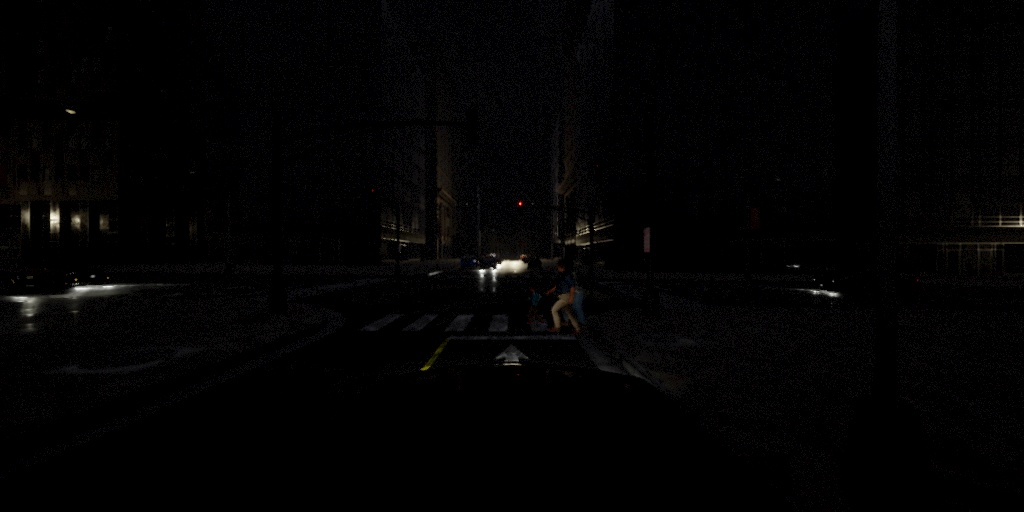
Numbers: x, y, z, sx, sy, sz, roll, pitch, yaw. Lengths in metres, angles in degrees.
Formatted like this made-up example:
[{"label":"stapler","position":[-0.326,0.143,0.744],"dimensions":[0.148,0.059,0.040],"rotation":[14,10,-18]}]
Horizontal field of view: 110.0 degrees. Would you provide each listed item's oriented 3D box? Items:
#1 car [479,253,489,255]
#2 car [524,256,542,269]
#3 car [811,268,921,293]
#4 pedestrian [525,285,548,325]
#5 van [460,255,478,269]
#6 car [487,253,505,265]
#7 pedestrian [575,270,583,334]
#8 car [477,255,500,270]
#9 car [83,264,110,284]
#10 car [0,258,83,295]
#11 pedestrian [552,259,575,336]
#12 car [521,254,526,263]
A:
[{"label":"car","position":[-5.522,0.644,63.228],"dimensions":[1.967,1.591,4.097],"rotation":[0,0,0]},{"label":"car","position":[2.890,0.933,46.226],"dimensions":[1.948,1.339,4.313],"rotation":[0,0,0]},{"label":"car","position":[21.808,1.452,22.164],"dimensions":[5.357,1.411,2.033],"rotation":[1,0,0]},{"label":"pedestrian","position":[0.656,1.359,9.934],"dimensions":[0.500,1.100,0.500],"rotation":[0,0,0]},{"label":"van","position":[-5.635,0.708,46.281],"dimensions":[1.690,1.789,3.998],"rotation":[0,0,0]},{"label":"car","position":[-2.725,0.718,60.974],"dimensions":[2.128,1.511,4.902],"rotation":[0,1,1]},{"label":"pedestrian","position":[1.553,0.983,9.331],"dimensions":[0.375,1.860,0.375],"rotation":[0,0,0]},{"label":"car","position":[-2.866,0.909,44.517],"dimensions":[1.812,1.442,4.674],"rotation":[0,1,1]},{"label":"car","position":[-24.168,0.871,18.987],"dimensions":[4.181,1.385,1.994],"rotation":[1,0,0]},{"label":"car","position":[-22.579,0.819,15.726],"dimensions":[5.008,1.535,1.882],"rotation":[1,0,0]},{"label":"pedestrian","position":[1.230,0.989,8.640],"dimensions":[0.375,1.860,0.375],"rotation":[0,0,0]},{"label":"car","position":[3.003,0.787,63.173],"dimensions":[1.802,1.307,4.207],"rotation":[0,0,0]}]
